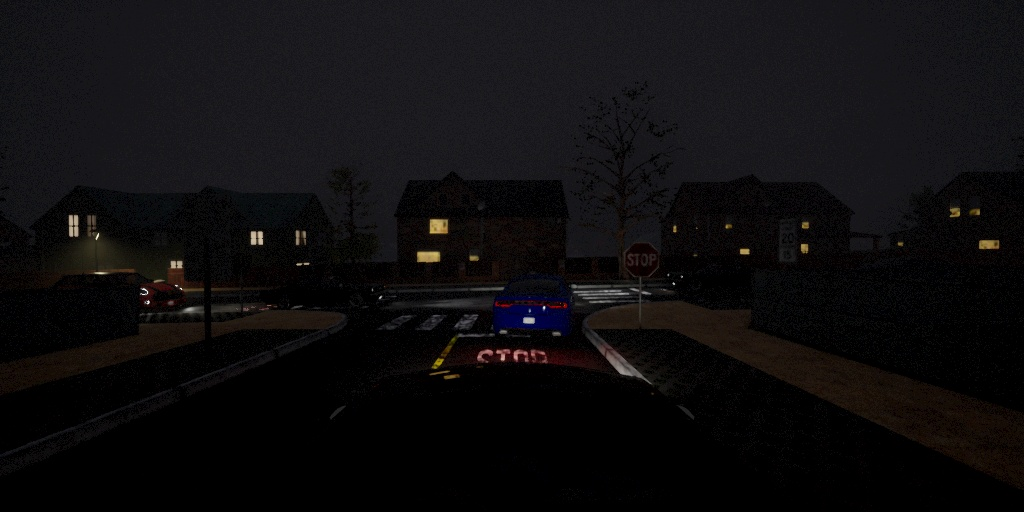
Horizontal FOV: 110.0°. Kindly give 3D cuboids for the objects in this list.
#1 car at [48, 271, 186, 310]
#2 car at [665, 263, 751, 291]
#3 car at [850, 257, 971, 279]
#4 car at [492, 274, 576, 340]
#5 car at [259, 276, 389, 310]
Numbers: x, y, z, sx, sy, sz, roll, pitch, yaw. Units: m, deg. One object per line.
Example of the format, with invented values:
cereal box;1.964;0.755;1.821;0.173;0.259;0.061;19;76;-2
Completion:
car;-16.806;1.471;15.282;4.553;1.767;2.097;-1;1;0
car;10.402;1.034;18.230;4.718;1.301;1.895;-1;1;-1
car;20.047;0.753;18.271;5.357;1.411;2.033;-1;1;0
car;0.782;1.226;10.090;1.882;1.535;5.008;0;0;10
car;-7.819;1.506;15.294;4.718;1.301;1.895;-1;1;0
